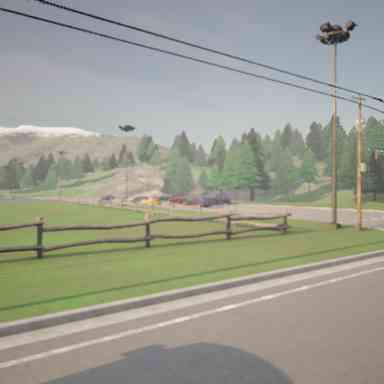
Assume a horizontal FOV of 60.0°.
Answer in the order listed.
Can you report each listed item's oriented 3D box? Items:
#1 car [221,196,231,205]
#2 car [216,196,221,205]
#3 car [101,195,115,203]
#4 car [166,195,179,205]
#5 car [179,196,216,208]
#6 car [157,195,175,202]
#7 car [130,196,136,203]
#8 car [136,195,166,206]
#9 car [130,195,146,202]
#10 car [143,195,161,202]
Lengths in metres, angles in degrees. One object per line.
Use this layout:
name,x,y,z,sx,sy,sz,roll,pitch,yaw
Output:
car,5.063,1.569,61.446,1.837,1.490,4.892,0,0,-35
car,2.447,1.558,59.077,1.837,1.490,4.892,0,0,-35
car,-17.778,1.324,69.790,2.097,1.767,4.553,0,0,-35
car,-2.412,1.508,59.965,1.882,1.535,5.008,0,0,-35
car,0.693,1.585,49.269,2.033,1.411,5.357,0,0,-35
car,-6.202,1.504,77.657,1.882,1.535,5.008,0,0,-35
car,-9.808,1.548,64.546,2.033,1.411,5.357,0,0,-35
car,-6.676,1.485,53.811,1.882,1.535,5.008,0,0,-35
car,-12.065,1.521,73.829,1.812,1.442,4.674,0,0,-35
car,-9.160,1.537,75.780,2.128,1.511,4.902,0,0,-35
